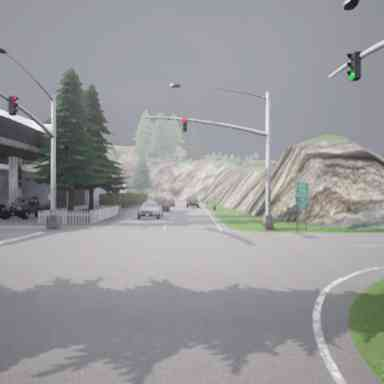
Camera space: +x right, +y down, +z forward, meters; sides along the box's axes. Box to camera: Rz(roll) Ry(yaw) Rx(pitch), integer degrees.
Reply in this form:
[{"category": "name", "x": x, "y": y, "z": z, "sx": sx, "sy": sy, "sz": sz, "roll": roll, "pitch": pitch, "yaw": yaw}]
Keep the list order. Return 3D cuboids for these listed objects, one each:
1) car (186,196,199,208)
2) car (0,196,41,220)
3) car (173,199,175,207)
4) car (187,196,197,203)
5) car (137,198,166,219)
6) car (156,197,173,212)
[{"category": "car", "x": 0.089, "y": 1.579, "z": 49.660, "sx": 2.033, "sy": 1.411, "sz": 5.357, "roll": 0, "pitch": 0, "yaw": 0}, {"category": "car", "x": -14.535, "y": 1.331, "z": 28.660, "sx": 1.905, "sy": 1.878, "sz": 3.866, "roll": 0, "pitch": 0, "yaw": -1}, {"category": "car", "x": -3.590, "y": 1.596, "z": 50.468, "sx": 1.994, "sy": 1.385, "sz": 4.181, "roll": 0, "pitch": 0, "yaw": 1}, {"category": "car", "x": -0.030, "y": 1.570, "z": 69.738, "sx": 1.812, "sy": 1.442, "sz": 4.674, "roll": 0, "pitch": 0, "yaw": -2}, {"category": "car", "x": -3.603, "y": 1.544, "z": 29.138, "sx": 1.812, "sy": 1.442, "sz": 4.674, "roll": 0, "pitch": 0, "yaw": 0}, {"category": "car", "x": -3.602, "y": 1.376, "z": 38.095, "sx": 2.097, "sy": 1.767, "sz": 4.553, "roll": 0, "pitch": 0, "yaw": 0}]
